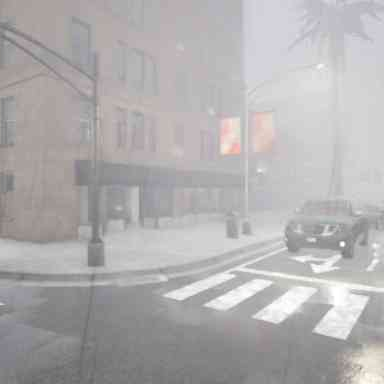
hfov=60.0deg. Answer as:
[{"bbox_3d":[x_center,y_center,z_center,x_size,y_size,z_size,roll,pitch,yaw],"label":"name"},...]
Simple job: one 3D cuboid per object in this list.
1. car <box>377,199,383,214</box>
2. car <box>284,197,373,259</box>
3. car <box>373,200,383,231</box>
[{"bbox_3d":[21.470,1.518,36.175,1.882,1.535,5.008,0,0,35],"label":"car"},{"bbox_3d":[5.514,1.225,13.219,2.150,2.045,5.566,0,0,35],"label":"car"},{"bbox_3d":[11.161,1.492,21.370,1.882,1.535,5.008,0,1,34],"label":"car"}]
